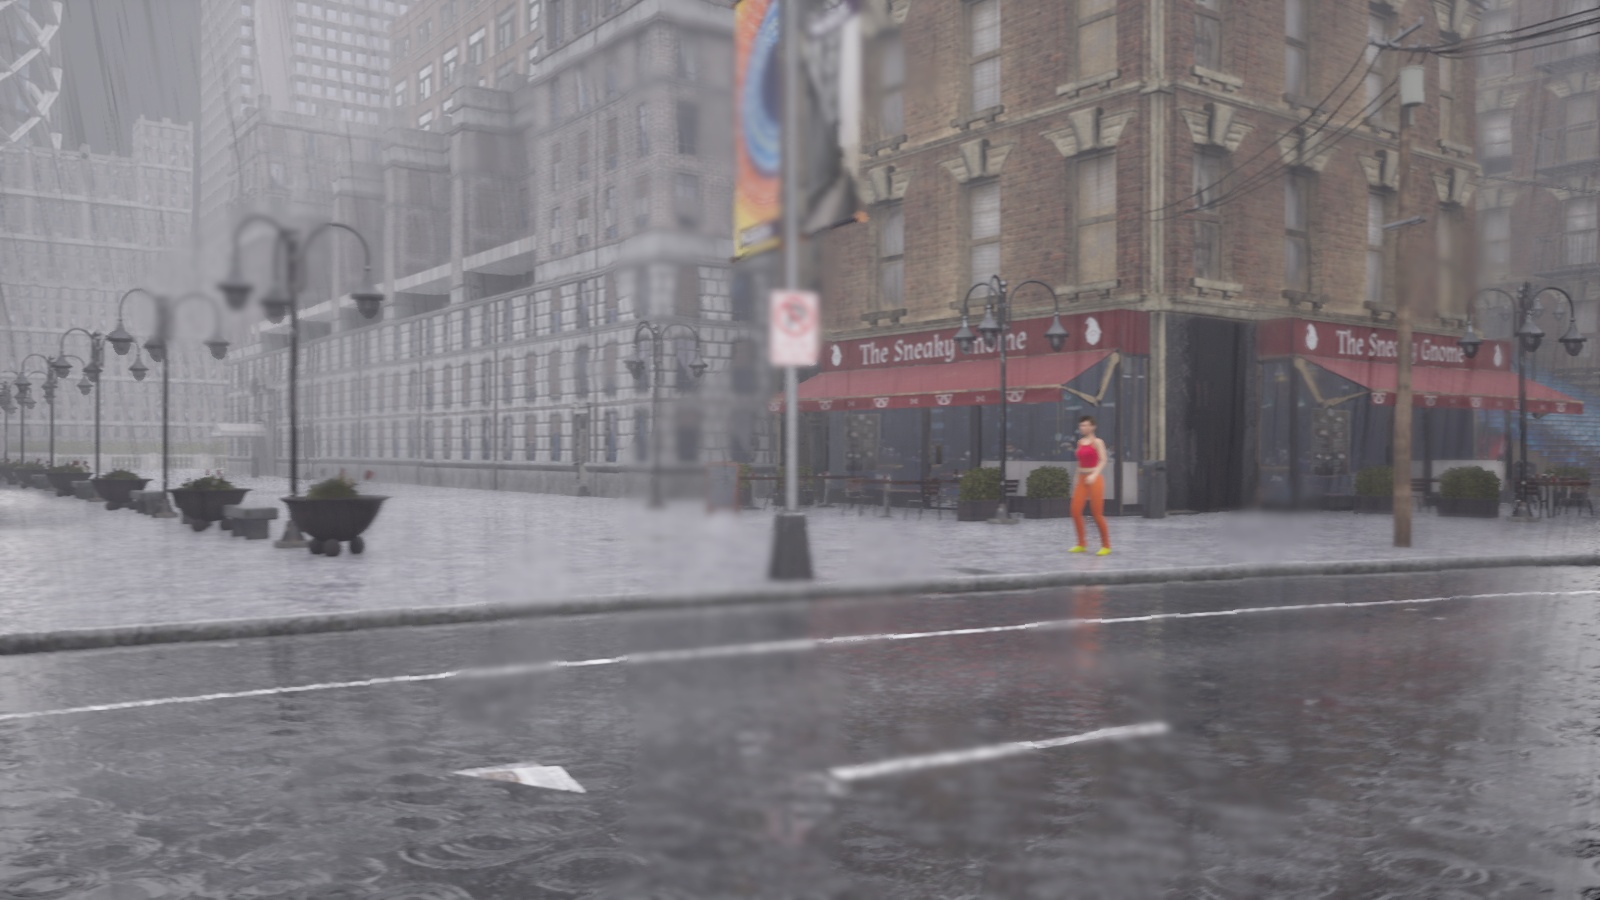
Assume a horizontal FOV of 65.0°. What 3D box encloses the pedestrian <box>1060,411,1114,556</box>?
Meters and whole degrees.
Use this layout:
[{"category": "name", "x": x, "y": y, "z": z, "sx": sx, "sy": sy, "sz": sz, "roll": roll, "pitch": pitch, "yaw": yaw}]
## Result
[{"category": "pedestrian", "x": 3.722, "y": 0.426, "z": 16.290, "sx": 0.594, "sy": 1.836, "sz": 0.345, "roll": 0, "pitch": 0, "yaw": -29}]
